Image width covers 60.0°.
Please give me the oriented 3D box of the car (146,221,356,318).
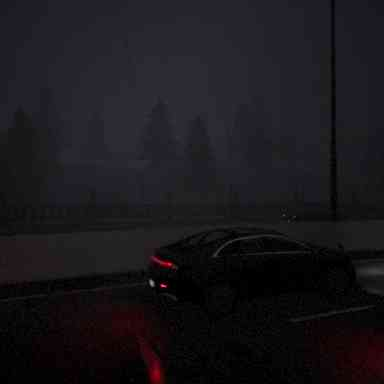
[{"bbox_3d":[1.431,1.564,7.445,4.902,1.511,2.128,0,-1,-23],"label":"car"}]
